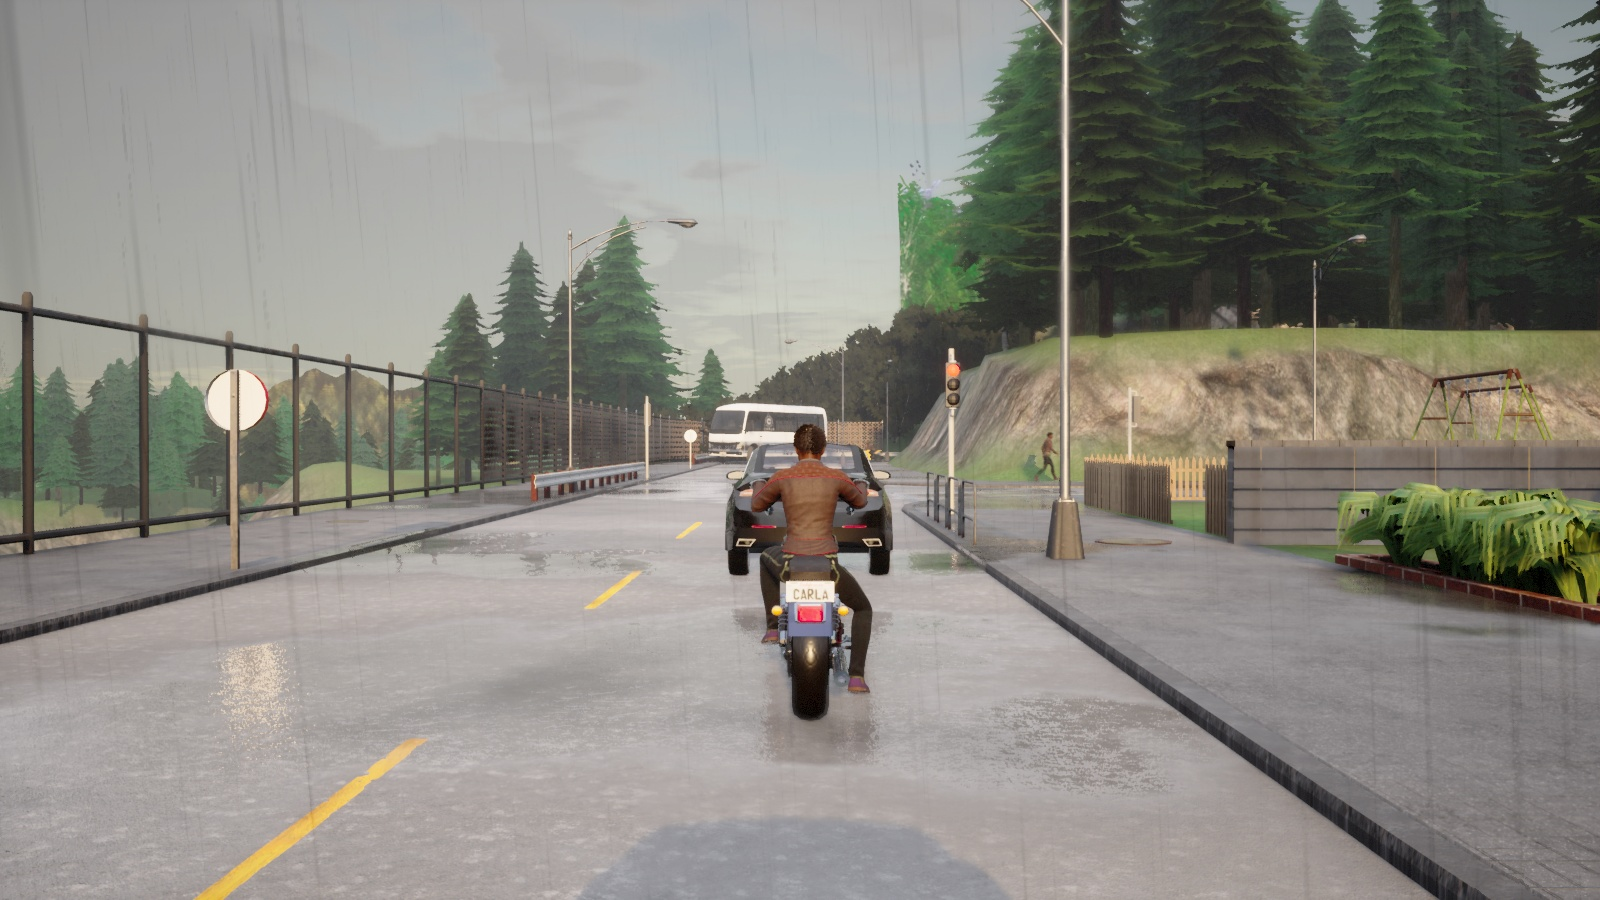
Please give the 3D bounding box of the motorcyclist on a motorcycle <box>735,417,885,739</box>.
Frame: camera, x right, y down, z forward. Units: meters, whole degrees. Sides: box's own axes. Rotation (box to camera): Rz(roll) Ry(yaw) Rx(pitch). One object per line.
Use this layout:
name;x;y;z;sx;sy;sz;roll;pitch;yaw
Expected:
motorcyclist on a motorcycle;0.059;0.654;7.610;0.766;1.649;2.350;0;0;0

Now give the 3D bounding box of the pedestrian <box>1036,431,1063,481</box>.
pedestrian;8.880;0.211;44.704;0.869;1.805;0.328;0;0;1

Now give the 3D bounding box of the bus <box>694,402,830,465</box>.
bus;-2.576;-1.161;90.083;3.944;4.253;10.273;2;1;39

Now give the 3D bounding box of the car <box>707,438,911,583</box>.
car;0.106;0.615;15.564;2.128;1.511;4.902;0;0;0
